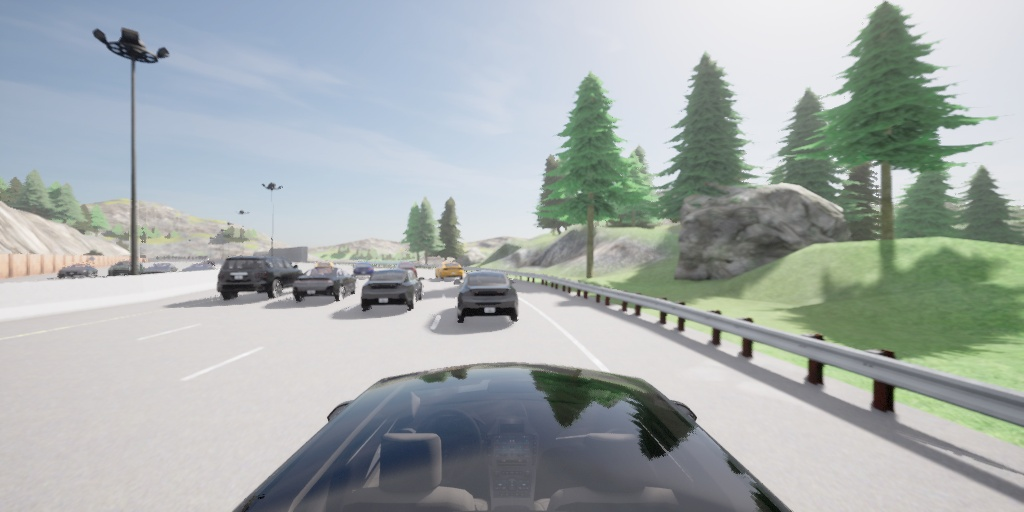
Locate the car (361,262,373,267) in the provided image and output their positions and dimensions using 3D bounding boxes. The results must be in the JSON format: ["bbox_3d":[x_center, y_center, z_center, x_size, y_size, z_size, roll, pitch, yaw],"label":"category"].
[{"bbox_3d":[-14.345,1.335,34.535,1.812,1.442,4.674,0,0,-24],"label":"car"}]

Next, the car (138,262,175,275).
[{"bbox_3d":[-34.754,1.450,35.653,2.033,1.411,5.357,0,0,-32],"label":"car"}]

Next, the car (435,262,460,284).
[{"bbox_3d":[-5.563,1.247,31.459,1.882,1.535,5.008,0,0,-20],"label":"car"}]

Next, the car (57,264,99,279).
[{"bbox_3d":[-43.725,1.508,36.227,1.994,1.385,4.181,0,0,-37],"label":"car"}]

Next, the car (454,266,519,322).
[{"bbox_3d":[-0.928,1.257,12.362,1.837,1.490,4.892,0,0,-7],"label":"car"}]

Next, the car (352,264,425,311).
[{"bbox_3d":[-4.764,1.274,14.696,1.837,1.490,4.892,0,0,-8],"label":"car"}]

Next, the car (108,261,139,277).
[{"bbox_3d":[-40.551,1.282,37.807,2.097,1.767,4.553,0,0,-37],"label":"car"}]

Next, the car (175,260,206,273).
[{"bbox_3d":[-30.098,1.429,34.630,2.033,1.411,5.357,0,0,-29],"label":"car"}]

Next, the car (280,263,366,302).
[{"bbox_3d":[-8.782,1.279,17.195,2.128,1.511,4.902,0,0,-11],"label":"car"}]

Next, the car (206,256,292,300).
[{"bbox_3d":[-12.523,1.026,18.287,2.150,2.045,5.566,0,0,-12],"label":"car"}]
